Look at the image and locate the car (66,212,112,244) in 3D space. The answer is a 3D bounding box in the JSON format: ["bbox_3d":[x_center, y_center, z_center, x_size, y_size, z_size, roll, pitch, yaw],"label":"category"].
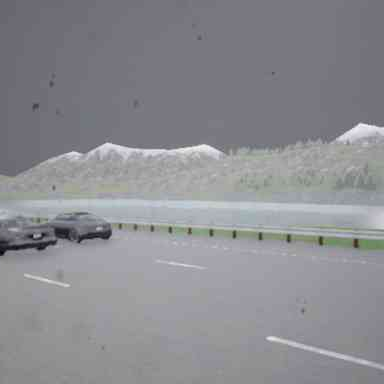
[{"bbox_3d":[-5.957,1.703,16.725,4.181,1.385,1.994,-1,0,36],"label":"car"}]

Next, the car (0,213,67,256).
[{"bbox_3d":[-7.731,1.683,13.684,5.357,1.411,2.033,-1,0,36],"label":"car"}]
